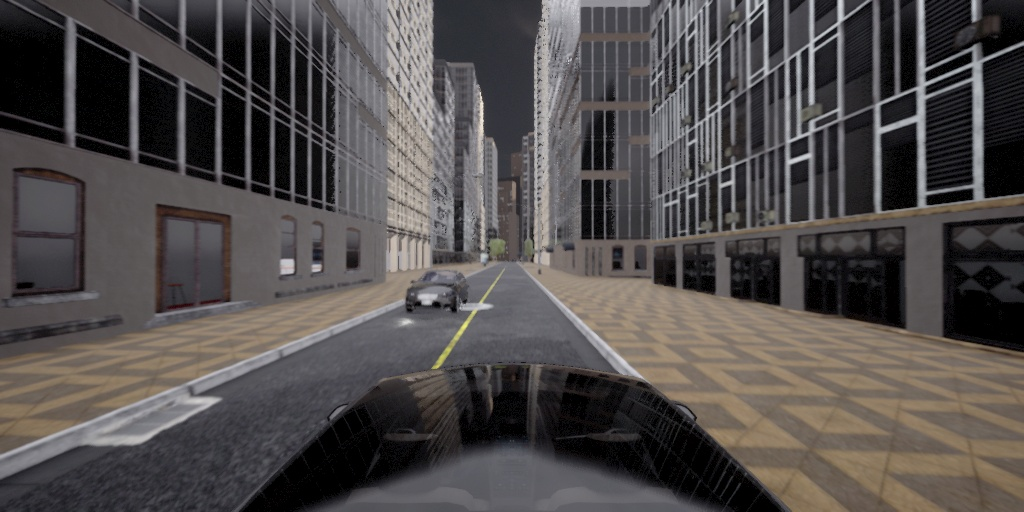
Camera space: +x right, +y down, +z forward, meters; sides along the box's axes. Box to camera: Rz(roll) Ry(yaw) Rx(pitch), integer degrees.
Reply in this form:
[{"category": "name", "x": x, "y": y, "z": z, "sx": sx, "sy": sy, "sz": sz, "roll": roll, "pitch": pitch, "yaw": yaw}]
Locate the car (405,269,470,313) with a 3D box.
[{"category": "car", "x": -2.808, "y": 1.293, "z": 14.345, "sx": 2.128, "sy": 1.511, "sz": 4.902, "roll": 0, "pitch": 0, "yaw": 0}]
